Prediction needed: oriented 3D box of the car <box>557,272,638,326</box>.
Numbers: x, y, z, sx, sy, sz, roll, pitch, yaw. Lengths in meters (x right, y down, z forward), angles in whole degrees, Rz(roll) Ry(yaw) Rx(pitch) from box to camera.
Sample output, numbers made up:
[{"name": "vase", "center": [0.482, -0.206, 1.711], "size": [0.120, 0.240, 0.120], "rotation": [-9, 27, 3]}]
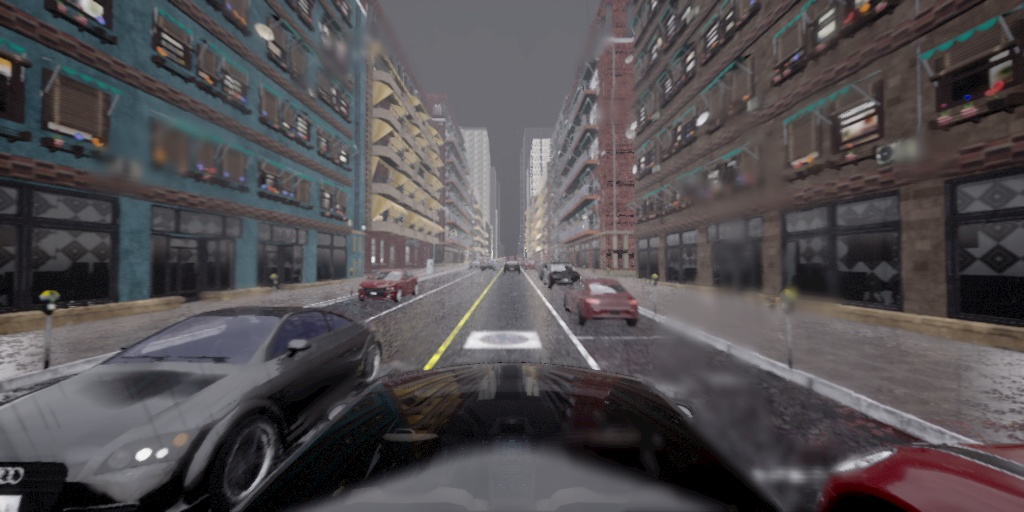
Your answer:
[{"name": "car", "center": [2.691, 1.337, 11.459], "size": [1.802, 1.307, 4.207], "rotation": [0, 0, 0]}]

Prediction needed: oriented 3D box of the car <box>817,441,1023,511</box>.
[{"name": "car", "center": [2.691, 1.189, 0.377], "size": [1.967, 1.591, 4.097], "rotation": [0, 0, 0]}]

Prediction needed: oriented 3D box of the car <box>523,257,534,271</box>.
[{"name": "car", "center": [2.693, 1.200, 50.244], "size": [1.967, 1.591, 4.097], "rotation": [0, 0, 0]}]

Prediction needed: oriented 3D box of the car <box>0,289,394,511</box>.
[{"name": "car", "center": [-3.089, 1.314, 4.144], "size": [1.994, 1.385, 4.181], "rotation": [0, 0, 0]}]

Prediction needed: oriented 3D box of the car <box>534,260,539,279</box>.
[{"name": "car", "center": [3.146, 1.263, 30.412], "size": [1.837, 1.490, 4.892], "rotation": [0, 0, 0]}]

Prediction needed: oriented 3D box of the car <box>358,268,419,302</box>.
[{"name": "car", "center": [-5.690, 1.301, 16.948], "size": [1.888, 1.381, 4.507], "rotation": [0, 0, 0]}]

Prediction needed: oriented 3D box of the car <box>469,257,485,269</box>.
[{"name": "car", "center": [-5.688, 1.311, 55.732], "size": [2.007, 1.370, 4.403], "rotation": [0, 0, 0]}]

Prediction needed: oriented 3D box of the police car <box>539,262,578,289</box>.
[{"name": "police car", "center": [3.134, 1.182, 23.520], "size": [1.930, 1.638, 5.238], "rotation": [0, 0, 0]}]

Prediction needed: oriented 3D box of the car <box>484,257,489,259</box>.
[{"name": "car", "center": [-5.687, 1.074, 61.273], "size": [2.192, 1.841, 5.009], "rotation": [0, 0, 0]}]

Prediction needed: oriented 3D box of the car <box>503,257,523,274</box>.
[{"name": "car", "center": [0.014, 1.249, 42.057], "size": [1.882, 1.535, 5.008], "rotation": [0, 0, 0]}]

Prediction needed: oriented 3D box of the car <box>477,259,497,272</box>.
[{"name": "car", "center": [-3.059, 1.361, 47.236], "size": [1.895, 1.301, 4.718], "rotation": [0, 0, 1]}]
